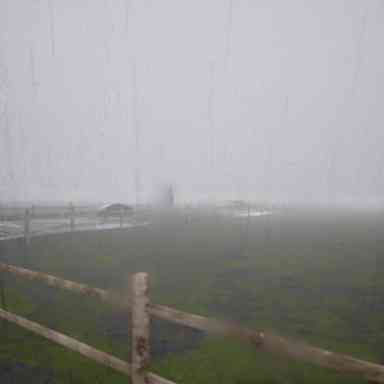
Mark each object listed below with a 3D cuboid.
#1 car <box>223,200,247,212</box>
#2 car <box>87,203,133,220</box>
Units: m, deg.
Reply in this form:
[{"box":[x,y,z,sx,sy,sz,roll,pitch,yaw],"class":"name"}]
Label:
[{"box":[6.552,2.024,50.542,2.097,1.767,4.553,0,-1,36],"class":"car"},{"box":[-7.462,1.733,30.792,1.812,1.442,4.674,0,-1,35],"class":"car"}]
